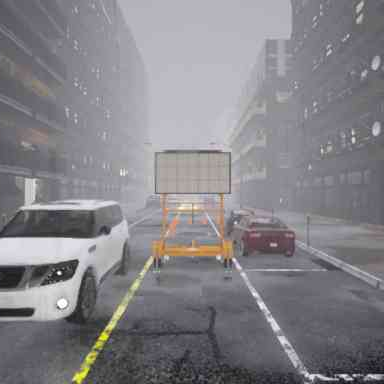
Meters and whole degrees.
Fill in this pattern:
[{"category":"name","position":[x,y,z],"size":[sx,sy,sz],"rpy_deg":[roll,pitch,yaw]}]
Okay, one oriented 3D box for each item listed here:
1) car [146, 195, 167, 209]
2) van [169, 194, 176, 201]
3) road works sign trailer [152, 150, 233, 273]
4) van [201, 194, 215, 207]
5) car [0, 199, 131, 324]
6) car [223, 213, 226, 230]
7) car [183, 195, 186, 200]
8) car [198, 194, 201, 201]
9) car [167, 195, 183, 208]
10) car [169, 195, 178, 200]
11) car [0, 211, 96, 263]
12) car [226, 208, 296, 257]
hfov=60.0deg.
[{"category":"car","position":[-5.197,1.324,46.808],"size":[2.192,1.841,5.009],"rpy_deg":[1,0,0]},{"category":"van","position":[-5.107,1.359,86.504],"size":[1.690,1.788,3.998],"rpy_deg":[1,0,0]},{"category":"road works sign trailer","position":[0.028,0.467,10.647],"size":[2.380,3.560,2.880],"rpy_deg":[0,0,0]},{"category":"van","position":[2.696,1.351,52.491],"size":[1.690,1.788,3.998],"rpy_deg":[1,0,0]},{"category":"car","position":[-2.834,1.223,7.485],"size":[2.150,2.045,5.566],"rpy_deg":[0,0,0]},{"category":"car","position":[2.616,1.555,18.466],"size":[2.008,1.369,4.403],"rpy_deg":[1,0,0]},{"category":"car","position":[-2.545,1.545,90.333],"size":[1.812,1.442,4.674],"rpy_deg":[0,0,0]},{"category":"car","position":[2.773,1.333,86.516],"size":[2.192,1.841,5.009],"rpy_deg":[1,0,0]},{"category":"car","position":[-2.736,1.535,49.079],"size":[1.812,1.442,4.674],"rpy_deg":[0,0,0]},{"category":"car","position":[-5.097,1.570,92.174],"size":[2.008,1.369,4.403],"rpy_deg":[1,0,0]},{"category":"car","position":[-5.277,1.547,12.783],"size":[1.887,1.381,4.507],"rpy_deg":[1,0,0]},{"category":"car","position":[2.603,1.547,12.795],"size":[1.887,1.381,4.507],"rpy_deg":[1,0,0]}]
